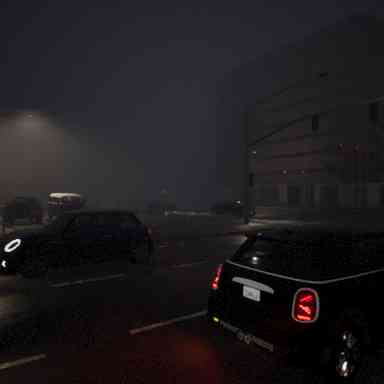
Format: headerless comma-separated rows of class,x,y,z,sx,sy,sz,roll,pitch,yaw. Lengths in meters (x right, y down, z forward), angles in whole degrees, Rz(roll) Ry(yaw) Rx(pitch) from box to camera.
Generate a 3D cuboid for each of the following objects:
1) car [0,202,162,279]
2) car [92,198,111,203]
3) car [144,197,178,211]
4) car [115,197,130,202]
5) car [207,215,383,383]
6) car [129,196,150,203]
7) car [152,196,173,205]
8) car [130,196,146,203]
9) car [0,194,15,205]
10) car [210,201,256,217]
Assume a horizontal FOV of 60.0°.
car,-3.492,1.351,10.173,4.553,1.767,2.097,0,0,-36
car,-15.706,1.653,57.907,1.895,1.301,4.718,0,0,-35
car,-3.686,1.653,40.870,1.895,1.301,4.718,0,0,-35
car,-14.084,1.615,67.913,1.994,1.385,4.181,0,0,-35
car,2.516,1.351,5.601,4.553,1.767,2.097,0,0,-35
car,-11.048,1.596,69.648,2.033,1.411,5.357,0,0,-35
car,-5.532,1.576,61.921,1.812,1.442,4.674,0,0,-35
car,-9.025,1.577,60.795,1.812,1.442,4.674,0,0,-36
car,-31.836,1.208,56.384,1.932,1.855,4.605,0,0,-35
car,3.689,1.544,30.499,2.128,1.511,4.902,0,0,-35
